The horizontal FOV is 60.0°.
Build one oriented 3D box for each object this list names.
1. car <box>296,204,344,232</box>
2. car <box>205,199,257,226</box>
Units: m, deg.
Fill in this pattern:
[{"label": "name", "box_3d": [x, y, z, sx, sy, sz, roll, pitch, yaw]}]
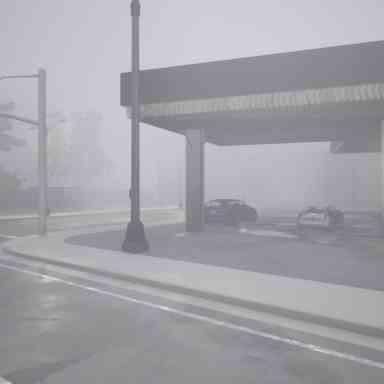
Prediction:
[{"label": "car", "box_3d": [7.722, 1.455, 19.787, 1.970, 1.475, 3.806, 0, 0, 37]}, {"label": "car", "box_3d": [2.648, 1.294, 22.587, 2.242, 1.667, 4.611, 0, 0, 37]}]
